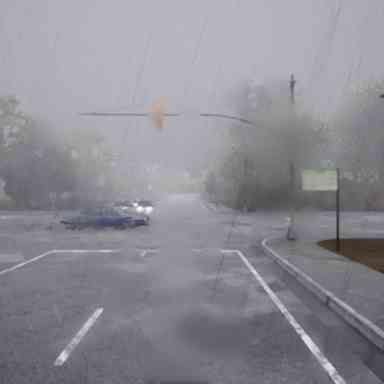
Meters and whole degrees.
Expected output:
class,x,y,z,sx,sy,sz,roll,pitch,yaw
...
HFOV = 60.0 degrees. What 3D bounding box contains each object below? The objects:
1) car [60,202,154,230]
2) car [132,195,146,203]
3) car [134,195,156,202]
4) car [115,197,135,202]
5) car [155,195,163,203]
class,x,y,z,sx,sy,sz,roll,pitch,yaw
car,-5.260,1.537,20.601,5.357,1.411,2.033,0,0,4
car,-10.570,1.457,66.904,2.128,1.511,4.902,0,0,0
car,-7.133,1.569,51.126,1.895,1.301,4.718,0,0,0
car,-10.634,1.515,51.406,2.033,1.411,5.357,0,0,0
car,-7.073,1.311,67.217,2.097,1.767,4.553,0,0,0
